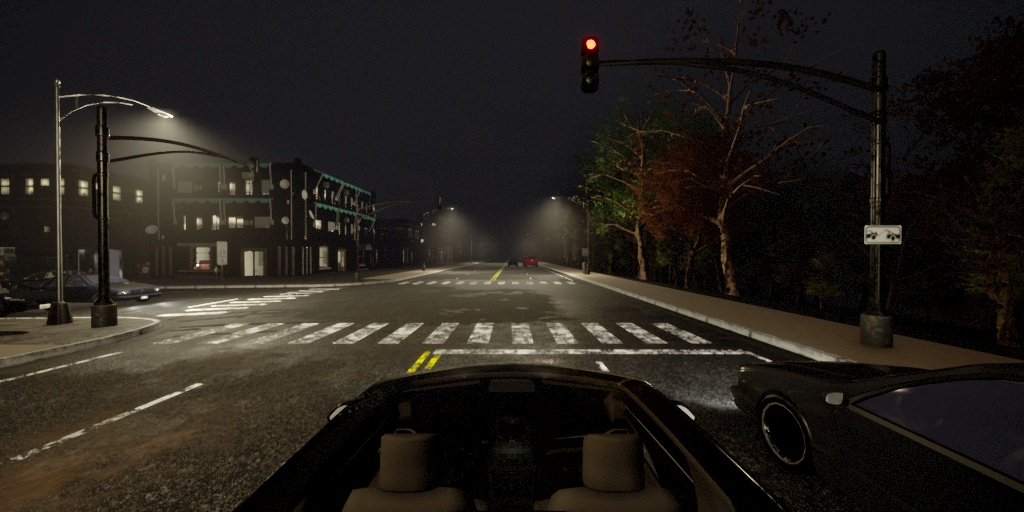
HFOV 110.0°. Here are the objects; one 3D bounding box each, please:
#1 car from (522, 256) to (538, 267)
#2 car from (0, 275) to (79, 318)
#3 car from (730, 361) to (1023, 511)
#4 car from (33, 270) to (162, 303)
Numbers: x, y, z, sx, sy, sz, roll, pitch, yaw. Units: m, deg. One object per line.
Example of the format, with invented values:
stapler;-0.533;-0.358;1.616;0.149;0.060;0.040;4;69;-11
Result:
car;3.416;0.948;63.877;2.150;2.045;5.566;0;0;0
car;-19.935;1.565;13.654;4.313;1.339;1.948;0;0;0
car;3.327;1.297;1.672;2.033;1.411;5.357;0;0;3
car;-19.287;1.511;16.380;5.357;1.411;2.033;-1;1;3
